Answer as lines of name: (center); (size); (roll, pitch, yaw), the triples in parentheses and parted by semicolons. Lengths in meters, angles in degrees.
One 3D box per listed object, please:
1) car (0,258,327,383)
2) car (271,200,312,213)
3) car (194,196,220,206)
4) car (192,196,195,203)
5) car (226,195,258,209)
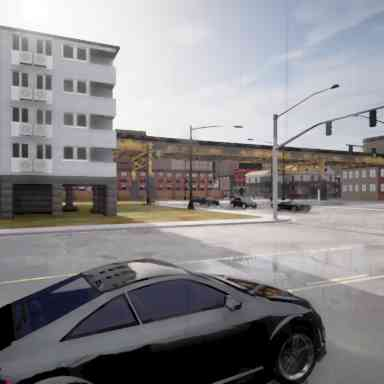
car: (-0.346, 1.564, 4.078); (4.181, 1.385, 1.994); (0, 0, -30)
car: (11.070, 1.599, 37.291); (1.895, 1.301, 4.718); (0, 0, -26)
car: (2.705, 1.545, 55.301); (2.033, 1.411, 5.357); (0, 0, -21)
car: (0.742, 1.545, 65.788); (2.033, 1.411, 5.357); (0, 0, 3)
car: (7.052, 1.503, 45.763); (1.837, 1.490, 4.892); (0, 0, -25)
